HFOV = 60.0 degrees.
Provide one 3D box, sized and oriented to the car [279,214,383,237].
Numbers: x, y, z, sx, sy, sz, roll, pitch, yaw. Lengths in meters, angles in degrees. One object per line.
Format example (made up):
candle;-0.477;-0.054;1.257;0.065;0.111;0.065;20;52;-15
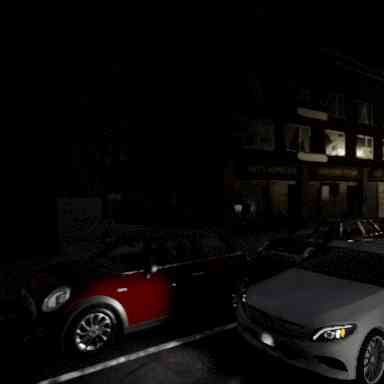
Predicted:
car;3.662;1.428;9.139;4.097;1.590;1.967;0;0;-35

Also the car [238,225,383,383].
car;2.820;1.519;5.381;4.674;1.442;1.812;0;0;-35

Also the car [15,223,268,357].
car;-0.847;1.426;5.937;4.097;1.590;1.967;0;0;-35
